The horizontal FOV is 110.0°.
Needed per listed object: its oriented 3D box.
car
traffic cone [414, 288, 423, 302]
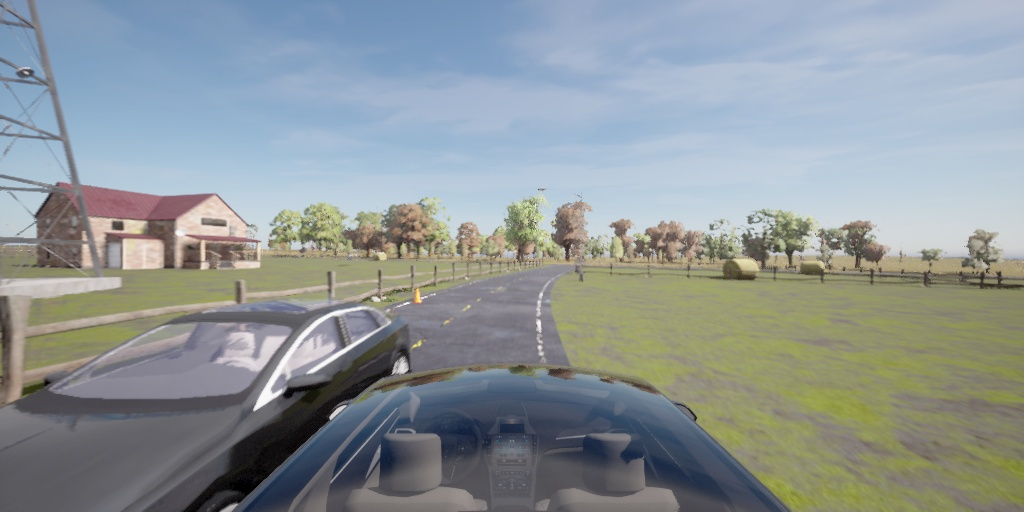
[{"bbox_3d":[-2.391,1.230,3.337,2.128,1.511,4.902,0,0,1],"label":"car"},{"bbox_3d":[-4.082,1.694,15.501,0.340,0.580,0.340,0,0,5],"label":"traffic cone"}]
